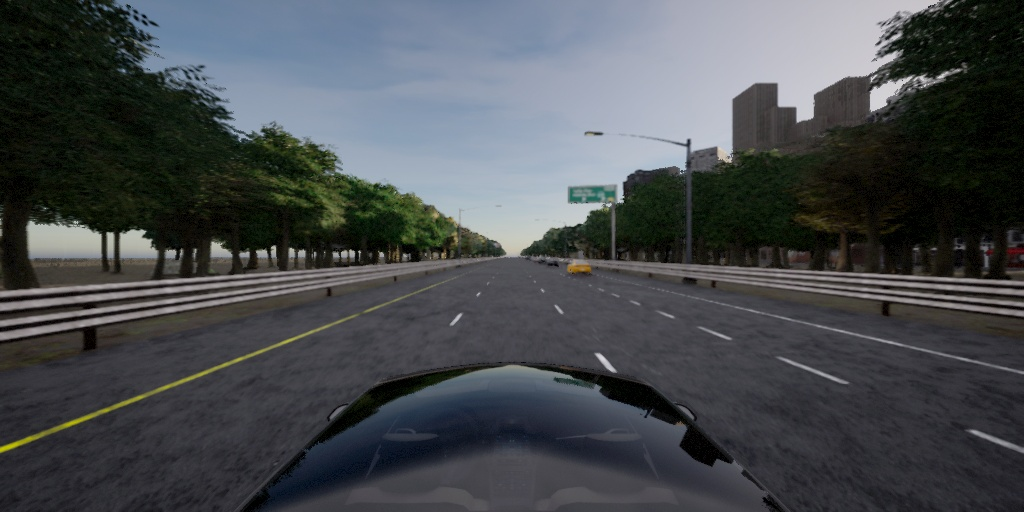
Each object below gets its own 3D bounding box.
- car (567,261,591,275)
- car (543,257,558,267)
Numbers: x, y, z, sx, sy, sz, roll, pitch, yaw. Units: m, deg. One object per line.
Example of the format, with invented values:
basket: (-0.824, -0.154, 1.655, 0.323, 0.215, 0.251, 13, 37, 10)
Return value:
car: (7.056, 1.216, 38.147, 1.882, 1.535, 5.008, 0, 0, 0)
car: (7.137, 1.218, 64.066, 1.837, 1.490, 4.892, 0, 0, 0)
